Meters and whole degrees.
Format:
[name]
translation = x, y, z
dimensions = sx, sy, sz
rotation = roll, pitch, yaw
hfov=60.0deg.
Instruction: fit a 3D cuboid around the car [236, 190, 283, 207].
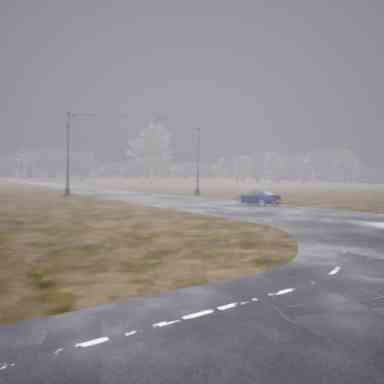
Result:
[car]
translation = 6.367, 0.522, 31.925
dimensions = 1.882, 1.535, 5.008
rotation = 0, 2, -34
